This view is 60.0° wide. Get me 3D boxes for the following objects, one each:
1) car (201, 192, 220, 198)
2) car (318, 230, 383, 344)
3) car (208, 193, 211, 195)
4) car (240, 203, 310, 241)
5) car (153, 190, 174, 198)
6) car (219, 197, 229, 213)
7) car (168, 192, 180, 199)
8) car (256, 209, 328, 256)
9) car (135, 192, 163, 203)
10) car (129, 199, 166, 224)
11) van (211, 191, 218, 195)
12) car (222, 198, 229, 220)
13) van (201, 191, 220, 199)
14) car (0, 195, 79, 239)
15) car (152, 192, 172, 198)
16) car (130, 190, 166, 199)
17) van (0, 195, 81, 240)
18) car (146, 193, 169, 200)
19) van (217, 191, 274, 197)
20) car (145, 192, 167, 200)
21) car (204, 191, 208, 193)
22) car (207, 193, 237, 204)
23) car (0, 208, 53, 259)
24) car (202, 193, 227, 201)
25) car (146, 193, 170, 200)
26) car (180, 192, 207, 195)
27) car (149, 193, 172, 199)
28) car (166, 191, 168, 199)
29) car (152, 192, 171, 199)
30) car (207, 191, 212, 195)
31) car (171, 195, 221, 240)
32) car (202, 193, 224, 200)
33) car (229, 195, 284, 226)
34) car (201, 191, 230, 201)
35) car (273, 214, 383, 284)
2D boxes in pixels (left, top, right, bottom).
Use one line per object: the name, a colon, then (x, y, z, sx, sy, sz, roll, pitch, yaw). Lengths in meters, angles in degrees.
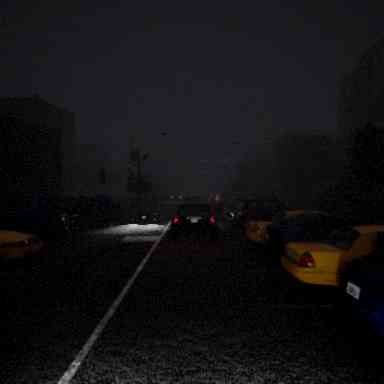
car: (4.727, 0.859, 85.875, 4.892, 1.521, 2.231, 0, 2, 0)
car: (4.684, 1.476, 4.849, 4.792, 1.488, 2.163, 0, 0, 0)
car: (4.718, 1.227, 41.167, 4.792, 1.488, 2.163, 0, 0, 0)
car: (4.848, 1.386, 13.229, 5.366, 1.575, 1.946, 0, 0, 0)
car: (-7.566, 0.547, 88.412, 5.566, 2.045, 2.435, 0, 1, 0)
car: (4.679, 1.313, 24.404, 4.892, 1.521, 2.231, 0, 0, 0)
car: (-2.963, 0.911, 64.262, 2.097, 1.767, 4.553, 0, 0, 1)
car: (4.688, 1.437, 10.437, 4.792, 1.488, 2.163, 0, 0, 0)
car: (-7.592, 0.949, 59.007, 4.553, 1.767, 2.185, 0, 0, 0)
car: (-3.077, 1.405, 23.162, 1.994, 1.385, 4.181, 0, 0, 0)
van: (4.804, 0.991, 38.370, 4.442, 1.987, 1.878, 0, 0, 0)
car: (4.664, 1.332, 21.610, 4.892, 1.521, 2.231, 0, 0, 0)
van: (4.614, 0.679, 83.064, 4.442, 1.987, 1.878, 0, 1, 0)
car: (-7.696, 1.139, 12.963, 5.566, 2.045, 2.435, 0, 0, 0)
car: (-7.602, 0.866, 85.473, 5.008, 1.535, 2.097, 0, 1, 0)
car: (-7.654, 0.843, 56.193, 5.566, 2.045, 2.435, 0, 0, 0)
van: (-7.782, 1.146, 15.754, 4.442, 1.987, 1.878, 0, 0, 0)
car: (-7.615, 0.975, 73.699, 4.892, 1.521, 2.231, 0, 0, 0)
van: (4.559, 1.067, 27.196, 4.442, 1.987, 1.878, 0, 0, 0)
car: (-7.643, 0.868, 70.885, 4.553, 1.767, 2.185, 0, 0, 0)
car: (4.723, 0.908, 46.752, 5.566, 2.045, 2.435, 0, 0, 0)
car: (4.732, 0.995, 52.338, 4.553, 1.767, 2.185, 0, 0, 0)
car: (-7.485, 1.406, 10.299, 5.366, 1.575, 1.946, 0, 0, 0)
car: (4.711, 1.006, 69.102, 5.008, 1.535, 2.097, 0, 0, 0)
car: (-7.791, 0.950, 76.762, 5.366, 1.575, 1.946, 0, 0, 0)
car: (0.129, 1.126, 32.849, 2.097, 1.767, 4.553, 0, 0, 0)
car: (-7.418, 0.930, 79.701, 5.366, 1.575, 1.946, 0, 0, 0)
car: (-7.643, 1.043, 67.948, 4.792, 1.488, 2.163, 0, 0, 0)
car: (-7.569, 0.783, 82.642, 4.553, 1.767, 2.185, 0, 1, 0)
car: (4.661, 1.053, 43.958, 4.553, 1.767, 2.185, 0, 0, 0)
car: (0.110, 1.240, 16.437, 2.097, 1.767, 4.553, 0, 1, 0)
car: (4.716, 0.968, 74.813, 4.892, 1.521, 2.231, 0, 0, 0)
car: (4.636, 1.225, 18.817, 4.553, 1.767, 2.185, 0, 0, 0)
car: (4.686, 0.774, 66.305, 5.566, 2.045, 2.435, 0, 0, 0)
car: (4.842, 1.424, 7.642, 5.366, 1.575, 1.946, 0, 0, 0)
